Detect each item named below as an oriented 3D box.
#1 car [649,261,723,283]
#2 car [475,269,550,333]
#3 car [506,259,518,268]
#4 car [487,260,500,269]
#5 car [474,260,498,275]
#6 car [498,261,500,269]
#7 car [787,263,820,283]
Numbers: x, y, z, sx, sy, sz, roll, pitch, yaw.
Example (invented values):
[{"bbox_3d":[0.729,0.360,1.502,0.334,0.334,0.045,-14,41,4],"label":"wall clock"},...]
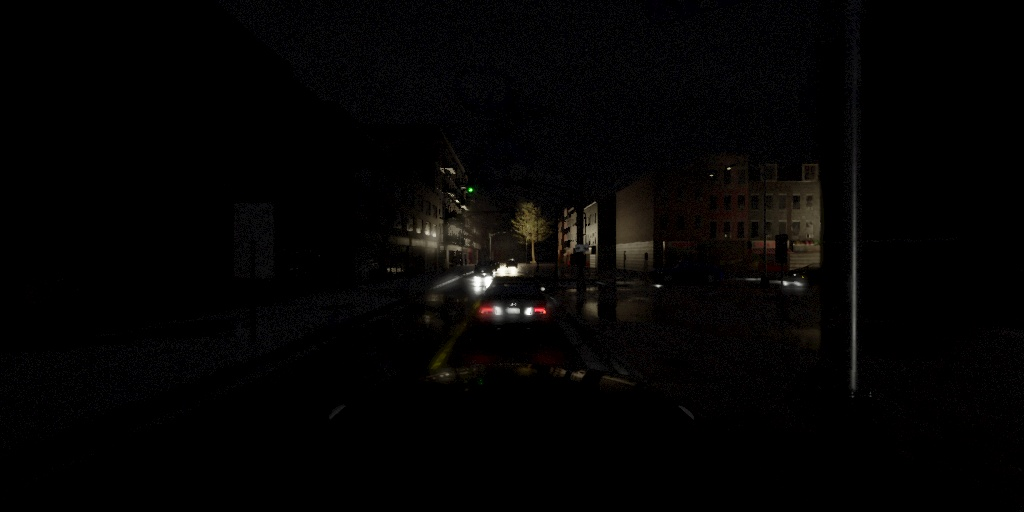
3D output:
[{"bbox_3d":[12.532,1.150,26.036,5.008,1.535,1.882,0,0,0],"label":"car"},{"bbox_3d":[0.050,1.297,10.684,2.033,1.411,5.357,0,0,0],"label":"car"},{"bbox_3d":[-0.012,1.350,64.224,1.994,1.385,4.181,0,0,0],"label":"car"},{"bbox_3d":[-2.945,1.343,57.764,1.994,1.385,4.181,0,0,-1],"label":"car"},{"bbox_3d":[-2.908,1.250,37.934,2.128,1.511,4.902,0,0,0],"label":"car"},{"bbox_3d":[-2.930,1.331,47.767,1.994,1.385,4.181,0,0,0],"label":"car"},{"bbox_3d":[22.553,1.183,26.082,4.181,1.385,1.994,0,0,0],"label":"car"}]
